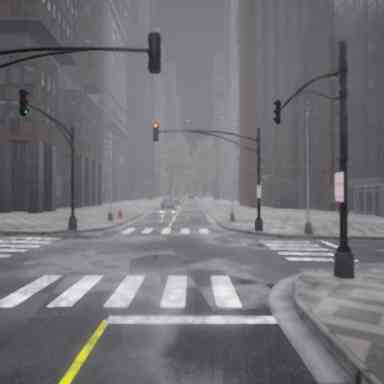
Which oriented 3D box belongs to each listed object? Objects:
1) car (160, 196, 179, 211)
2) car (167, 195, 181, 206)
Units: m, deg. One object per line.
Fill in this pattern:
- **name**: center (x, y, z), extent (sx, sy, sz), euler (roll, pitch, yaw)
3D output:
- **car**: center (-3.196, 1.693, 45.127), extent (1.837, 1.490, 4.892), euler (0, 0, 0)
- **car**: center (-3.144, 1.647, 62.125), extent (1.882, 1.535, 5.008), euler (0, 0, 0)
